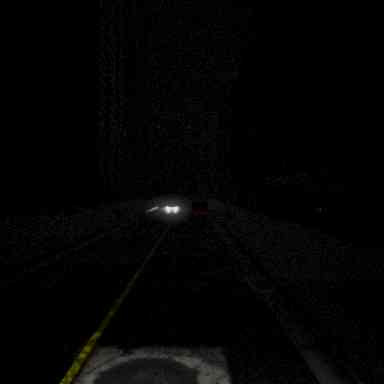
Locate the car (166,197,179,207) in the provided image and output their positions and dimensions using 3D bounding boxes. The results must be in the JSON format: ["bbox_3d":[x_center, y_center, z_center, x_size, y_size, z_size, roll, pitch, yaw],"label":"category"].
[{"bbox_3d":[-3.056,1.537,53.074,2.128,1.511,4.902,0,0,0],"label":"car"}]

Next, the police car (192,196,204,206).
[{"bbox_3d":[0.909,1.474,55.725,1.930,1.638,5.238,0,0,0],"label":"police car"}]

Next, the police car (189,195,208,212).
[{"bbox_3d":[0.906,1.456,39.725,1.930,1.638,5.238,0,0,0],"label":"police car"}]

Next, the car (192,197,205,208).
[{"bbox_3d":[0.909,1.546,49.615,1.837,1.490,4.892,0,0,0],"label":"car"}]

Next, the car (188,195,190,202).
[{"bbox_3d":[0.012,1.423,76.197,1.837,1.490,4.892,0,0,0],"label":"car"}]
